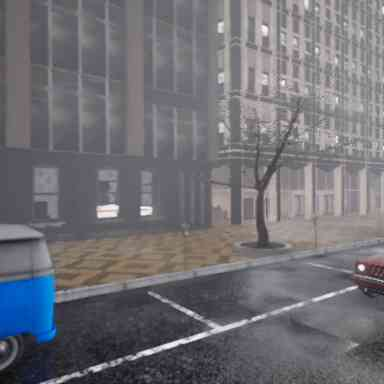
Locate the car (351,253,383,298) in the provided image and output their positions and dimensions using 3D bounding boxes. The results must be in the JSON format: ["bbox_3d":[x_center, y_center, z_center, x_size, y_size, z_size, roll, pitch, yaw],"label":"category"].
[{"bbox_3d":[5.568,1.602,7.351,4.718,1.301,1.895,0,0,-36],"label":"car"}]

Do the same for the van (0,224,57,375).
[{"bbox_3d":[-3.719,1.341,3.912,3.998,1.788,1.690,0,0,-36],"label":"van"}]
